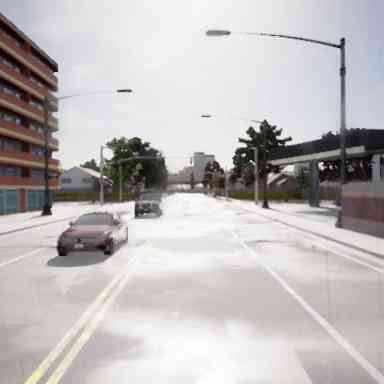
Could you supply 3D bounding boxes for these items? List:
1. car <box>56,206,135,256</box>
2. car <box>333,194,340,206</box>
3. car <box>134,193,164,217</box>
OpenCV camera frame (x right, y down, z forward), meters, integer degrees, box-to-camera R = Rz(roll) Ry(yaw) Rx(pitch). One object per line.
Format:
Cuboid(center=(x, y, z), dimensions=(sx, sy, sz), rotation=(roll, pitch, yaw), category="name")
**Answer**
Cuboid(center=(-3.695, 1.499, 13.159), dimensions=(1.812, 1.442, 4.674), rotation=(0, 0, 0), category="car")
Cuboid(center=(19.945, 1.009, 41.211), dimensions=(4.611, 1.667, 2.242), rotation=(0, 0, 1), category="car")
Cuboid(center=(-3.813, 1.130, 30.092), dimensions=(2.150, 2.045, 5.566), rotation=(0, 0, 0), category="car")
